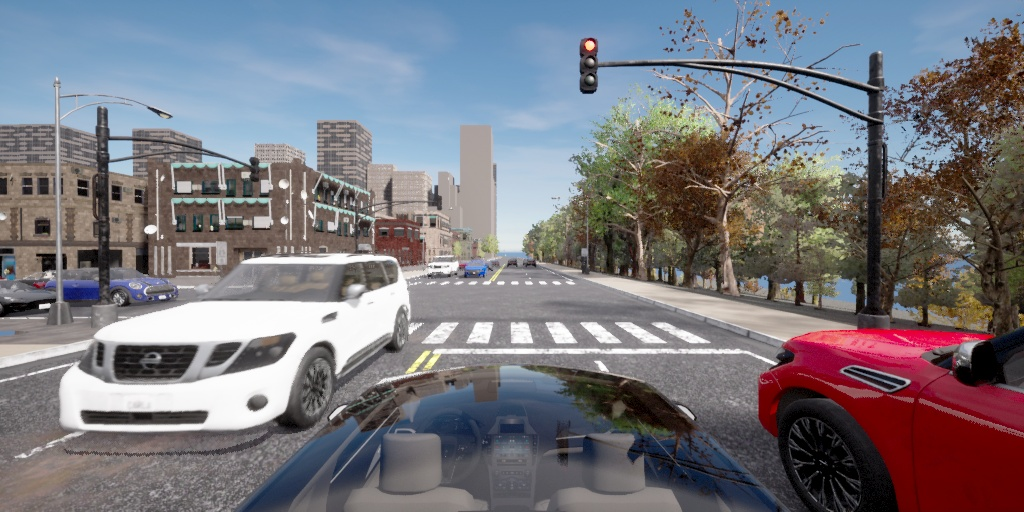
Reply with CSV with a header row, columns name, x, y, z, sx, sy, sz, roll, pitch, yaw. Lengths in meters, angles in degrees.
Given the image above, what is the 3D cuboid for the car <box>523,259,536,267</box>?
name,x,y,z,sx,sy,sz,roll,pitch,yaw
car,3.308,1.231,64.269,1.837,1.490,4.892,0,0,0

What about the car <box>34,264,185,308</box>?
name,x,y,z,sx,sy,sz,roll,pitch,yaw
car,-18.101,1.303,16.314,4.553,1.767,2.097,-1,1,1

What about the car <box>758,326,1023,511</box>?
name,x,y,z,sx,sy,sz,roll,pitch,yaw
car,3.347,0.972,0.922,2.150,2.045,5.566,0,0,0

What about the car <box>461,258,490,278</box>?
name,x,y,z,sx,sy,sz,roll,pitch,yaw
car,-3.377,1.218,33.961,1.882,1.535,5.008,0,0,-1

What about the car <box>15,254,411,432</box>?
name,x,y,z,sx,sy,sz,roll,pitch,yaw
car,-3.357,0.971,5.993,2.150,2.045,5.566,0,0,0

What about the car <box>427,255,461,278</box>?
name,x,y,z,sx,sy,sz,roll,pitch,yaw
car,-6.601,0.961,34.904,2.150,2.045,5.566,0,0,2

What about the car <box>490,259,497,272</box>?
name,x,y,z,sx,sy,sz,roll,pitch,yaw
car,-3.382,1.281,47.061,2.033,1.411,5.357,0,0,0

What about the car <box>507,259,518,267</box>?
name,x,y,z,sx,sy,sz,roll,pitch,yaw
car,0.060,1.231,64.682,1.837,1.490,4.892,0,0,0

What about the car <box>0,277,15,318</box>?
name,x,y,z,sx,sy,sz,roll,pitch,yaw
car,-19.959,1.565,13.661,4.313,1.339,1.948,0,0,0
